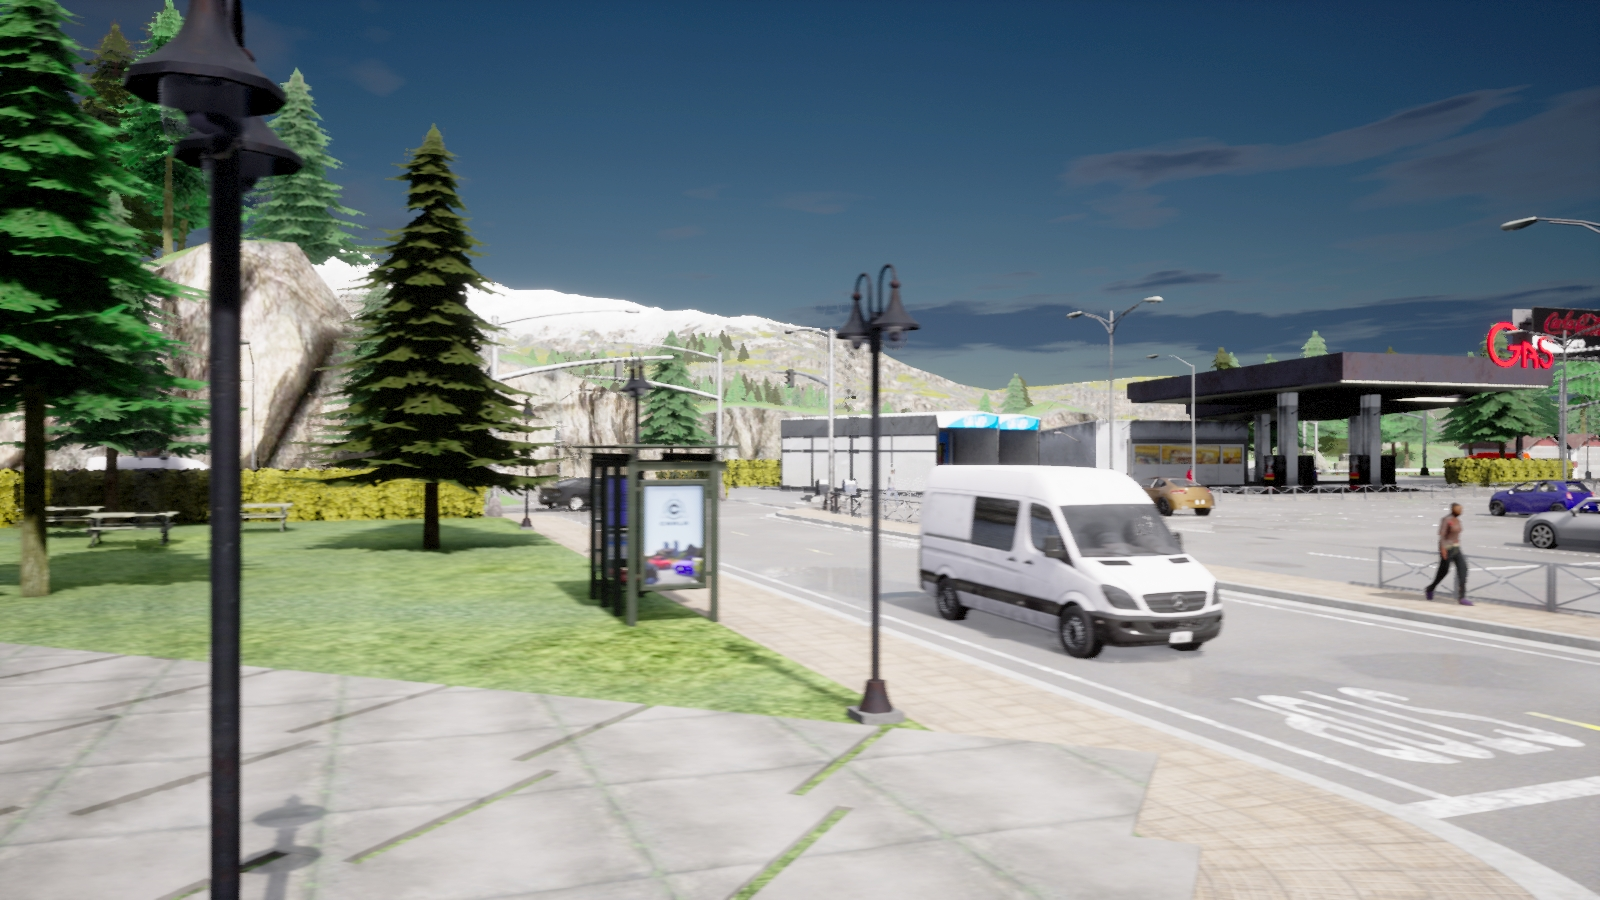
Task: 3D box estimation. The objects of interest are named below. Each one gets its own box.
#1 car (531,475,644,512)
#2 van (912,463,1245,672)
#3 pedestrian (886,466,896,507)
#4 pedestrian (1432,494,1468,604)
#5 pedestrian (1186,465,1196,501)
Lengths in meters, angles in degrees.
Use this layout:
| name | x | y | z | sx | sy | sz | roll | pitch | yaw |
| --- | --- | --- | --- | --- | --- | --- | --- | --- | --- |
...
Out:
| name | x | y | z | sx | sy | sz | roll | pitch | yaw |
| --- | --- | --- | --- | --- | --- | --- | --- | --- | --- |
| car | -10.033 | 2.032 | 54.349 | 2.097 | 1.535 | 5.006 | 1 | 0 | 43 |
| van | 3.945 | 1.531 | 17.628 | 1.988 | 2.561 | 5.915 | 0 | 0 | -21 |
| pedestrian | 4.221 | 1.696 | 52.982 | 0.375 | 1.860 | 0.375 | 0 | 0 | -21 |
| pedestrian | 11.220 | 1.694 | 19.726 | 0.375 | 1.860 | 0.375 | 0 | 0 | -20 |
| pedestrian | 20.073 | 1.698 | 58.649 | 0.375 | 1.860 | 0.375 | 0 | 0 | -19 |
